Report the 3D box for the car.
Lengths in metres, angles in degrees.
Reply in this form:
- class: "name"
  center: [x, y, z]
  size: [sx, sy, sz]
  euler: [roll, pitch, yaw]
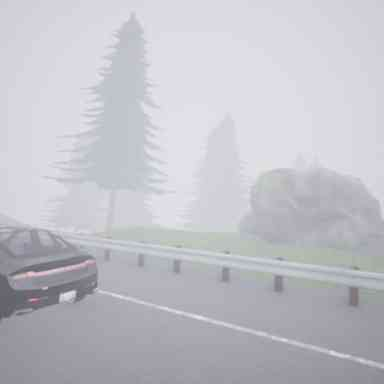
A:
- class: "car"
  center: [-3.997, 1.476, 6.820]
  size: [4.902, 1.511, 2.128]
  euler: [0, 0, 35]
